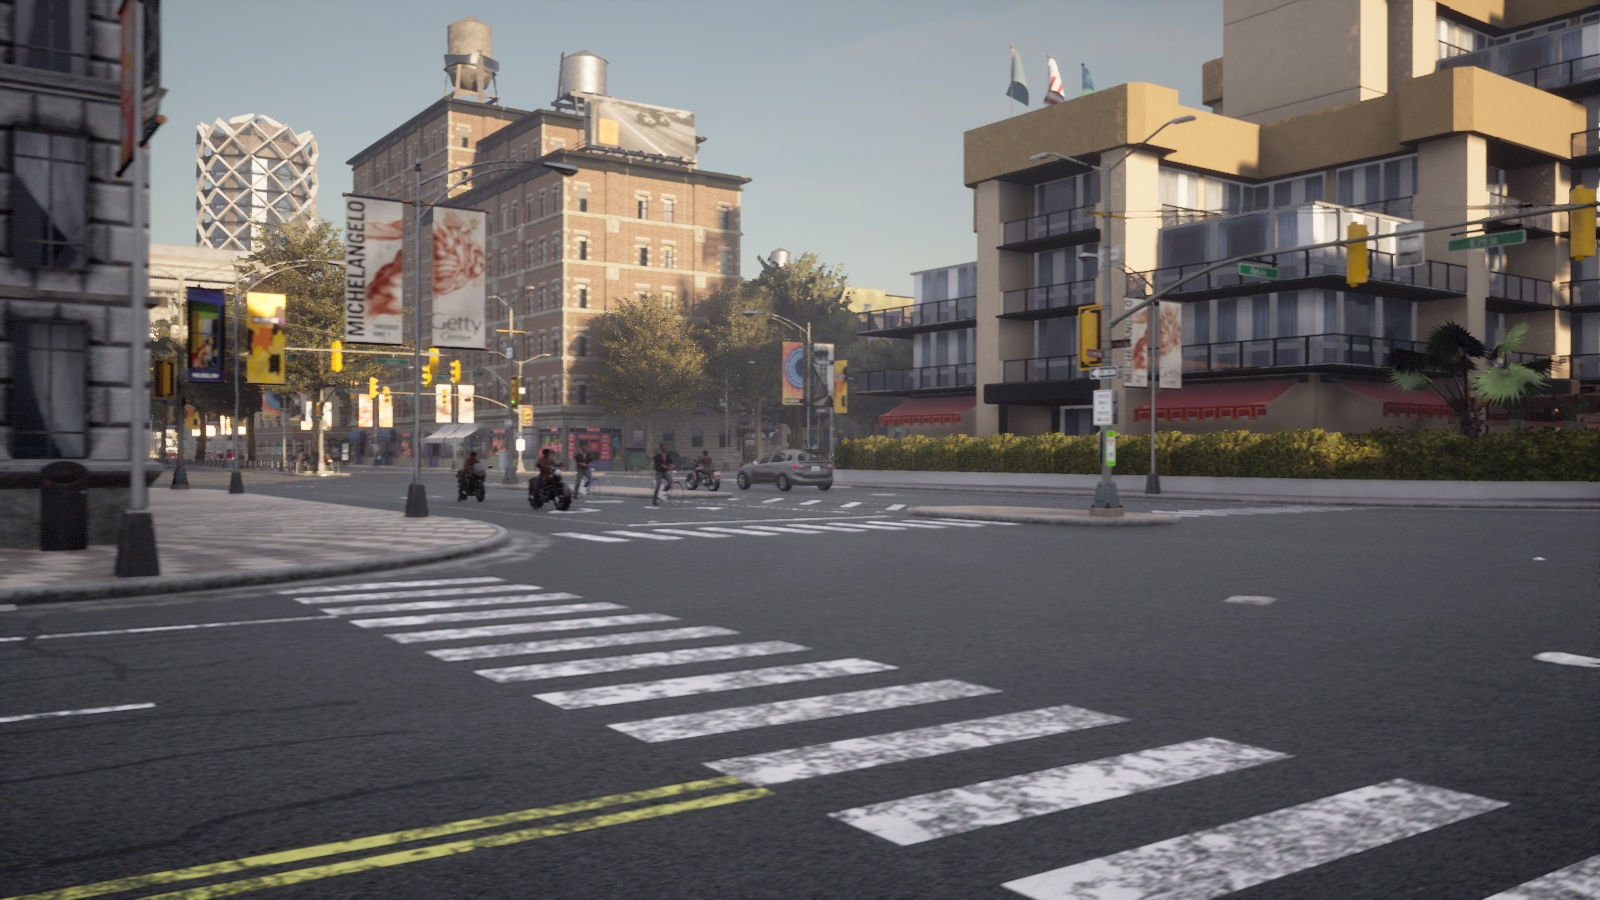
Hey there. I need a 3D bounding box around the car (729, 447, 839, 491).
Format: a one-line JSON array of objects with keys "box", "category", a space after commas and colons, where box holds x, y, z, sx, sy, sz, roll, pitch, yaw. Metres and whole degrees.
[{"box": [-0.695, 0.724, 50.565, 2.242, 1.667, 4.611, 0, 0, -35], "category": "car"}]

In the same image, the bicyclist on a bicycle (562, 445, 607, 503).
[{"box": [-6.731, 0.731, 39.192, 0.659, 1.776, 1.843, 0, 0, -35], "category": "bicyclist on a bicycle"}]

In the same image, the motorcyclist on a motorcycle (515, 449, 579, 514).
[{"box": [-6.667, 0.794, 33.044, 0.766, 1.649, 2.350, 0, 0, -35], "category": "motorcyclist on a motorcycle"}]

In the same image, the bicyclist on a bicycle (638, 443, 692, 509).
[{"box": [-3.780, 0.715, 35.024, 0.659, 1.776, 1.843, 0, 0, -35], "category": "bicyclist on a bicycle"}]

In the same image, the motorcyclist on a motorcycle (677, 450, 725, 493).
[{"box": [-3.859, 0.831, 48.980, 0.766, 1.649, 2.350, 0, 0, -35], "category": "motorcyclist on a motorcycle"}]

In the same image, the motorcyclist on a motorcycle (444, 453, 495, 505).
[{"box": [-9.906, 0.844, 37.619, 0.797, 1.523, 2.044, 0, 0, -35], "category": "motorcyclist on a motorcycle"}]
